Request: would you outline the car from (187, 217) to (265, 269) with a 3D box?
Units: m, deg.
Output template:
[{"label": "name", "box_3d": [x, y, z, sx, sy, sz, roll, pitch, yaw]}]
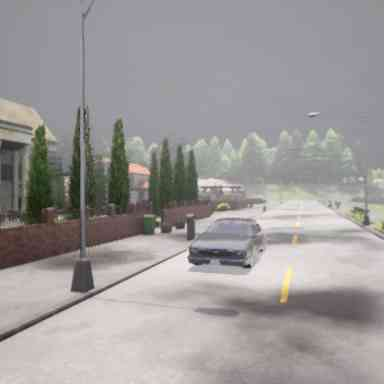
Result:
[{"label": "car", "box_3d": [1.501, 1.631, 11.901, 2.033, 1.411, 5.357, -1, 0, 19]}]
